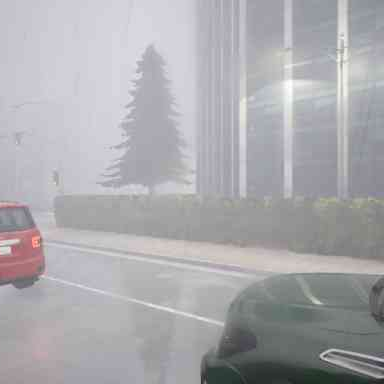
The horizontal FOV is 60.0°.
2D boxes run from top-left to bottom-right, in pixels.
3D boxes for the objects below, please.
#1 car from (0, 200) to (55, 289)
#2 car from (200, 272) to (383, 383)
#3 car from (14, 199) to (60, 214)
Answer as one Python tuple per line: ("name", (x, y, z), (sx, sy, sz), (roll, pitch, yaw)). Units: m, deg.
("car", (-5.740, 1.221, 8.023), (5.566, 2.045, 2.150), (0, 0, 38))
("car", (2.730, 1.221, 2.043), (5.566, 2.045, 2.150), (0, 0, 36))
("car", (-17.178, 1.564, 37.017), (1.994, 1.385, 4.181), (0, 0, 36))
